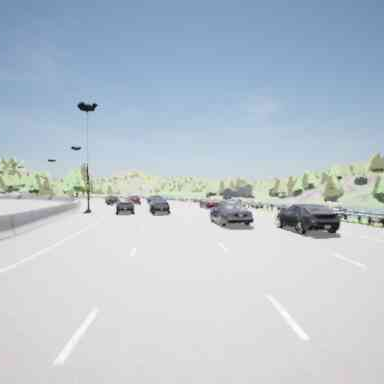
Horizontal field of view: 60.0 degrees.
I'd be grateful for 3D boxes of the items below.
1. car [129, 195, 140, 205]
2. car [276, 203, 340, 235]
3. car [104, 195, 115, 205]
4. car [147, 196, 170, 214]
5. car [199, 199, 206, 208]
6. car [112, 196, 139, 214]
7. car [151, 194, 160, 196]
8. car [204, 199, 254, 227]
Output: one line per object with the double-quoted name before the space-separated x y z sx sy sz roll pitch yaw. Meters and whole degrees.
"car" -10.647 1.327 59.370 2.097 1.767 4.553 -1 0 -21
"car" 6.124 1.386 18.088 1.837 1.490 4.892 0 0 -6
"car" -14.667 1.373 60.123 2.097 1.767 4.553 -1 0 -22
"car" -3.470 1.444 34.773 2.128 1.511 4.902 0 0 -12
"car" 2.287 1.467 41.827 1.895 1.301 4.718 -1 0 -14
"car" -7.245 1.485 35.781 2.128 1.511 4.902 0 0 -13
"car" -6.571 1.280 58.424 2.097 1.767 4.553 -1 0 -20
"car" 2.496 1.461 22.259 2.033 1.411 5.357 -1 0 -9
